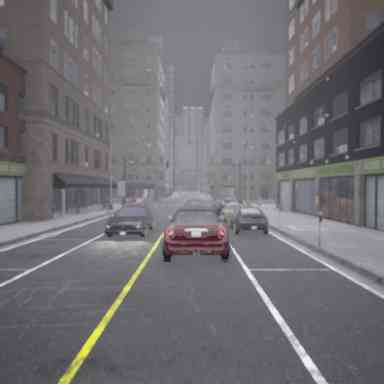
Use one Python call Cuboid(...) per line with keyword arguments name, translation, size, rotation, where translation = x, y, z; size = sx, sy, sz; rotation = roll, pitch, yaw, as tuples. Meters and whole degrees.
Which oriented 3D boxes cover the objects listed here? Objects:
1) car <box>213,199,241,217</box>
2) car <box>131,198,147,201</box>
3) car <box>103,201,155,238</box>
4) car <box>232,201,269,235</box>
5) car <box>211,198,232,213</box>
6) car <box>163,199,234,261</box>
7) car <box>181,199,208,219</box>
Cuboid(name="car", translation=(2.973, 1.360, 28.996), size=(1.947, 1.339, 4.313), rotation=(-1, 0, 0))
Cuboid(name="car", translation=(-5.550, 1.292, 34.612), size=(1.887, 1.381, 4.507), rotation=(-1, 0, 0))
Cuboid(name="car", translation=(-3.034, 1.423, 17.271), size=(2.033, 1.411, 5.357), rotation=(0, 0, 0))
Cuboid(name="car", translation=(2.928, 1.427, 17.824), size=(2.008, 1.369, 4.403), rotation=(-1, 0, 0))
Cuboid(name="car", translation=(2.995, 1.334, 34.581), size=(1.802, 1.307, 4.206), rotation=(-1, 0, 0))
Cuboid(name="car", translation=(0.142, 1.267, 12.110), size=(2.097, 1.767, 4.553), rotation=(0, 0, 0))
Cuboid(name="car", translation=(0.203, 1.344, 28.348), size=(2.033, 1.411, 5.357), rotation=(0, 0, 0))
